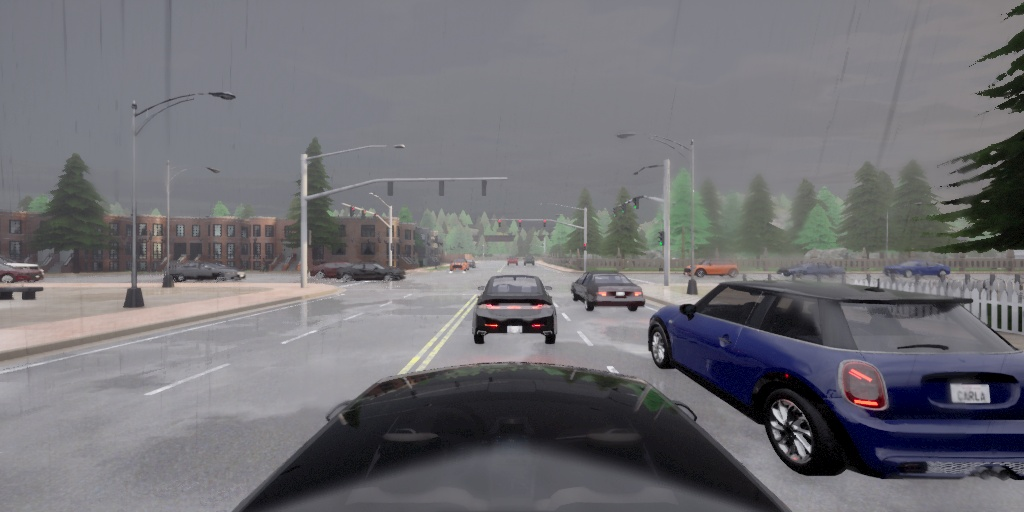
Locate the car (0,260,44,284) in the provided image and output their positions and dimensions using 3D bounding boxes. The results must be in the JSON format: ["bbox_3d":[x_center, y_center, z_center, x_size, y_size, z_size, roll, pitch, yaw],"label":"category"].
[{"bbox_3d":[-37.300,1.228,25.710,5.008,1.535,1.882,0,0,-15],"label":"car"}]

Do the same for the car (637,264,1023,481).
[{"bbox_3d":[3.607,1.102,4.943,2.097,1.767,4.553,0,0,0],"label":"car"}]

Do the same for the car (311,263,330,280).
[{"bbox_3d":[-14.537,1.228,30.838,5.008,1.535,1.882,0,0,-2],"label":"car"}]

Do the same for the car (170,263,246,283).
[{"bbox_3d":[-22.937,1.242,27.122,4.902,1.511,2.128,0,0,-1],"label":"car"}]

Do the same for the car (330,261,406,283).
[{"bbox_3d":[-10.657,1.227,27.229,5.008,1.535,1.882,0,0,0],"label":"car"}]

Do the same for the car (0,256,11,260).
[{"bbox_3d":[-41.271,0.970,28.191,5.566,2.045,2.150,0,0,-20],"label":"car"}]

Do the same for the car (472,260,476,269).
[{"bbox_3d":[-6.994,1.276,58.258,1.812,1.442,4.674,0,0,1],"label":"car"}]

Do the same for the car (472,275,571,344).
[{"bbox_3d":[0.075,1.242,9.533,2.128,1.511,4.902,0,0,1],"label":"car"}]

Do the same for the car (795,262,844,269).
[{"bbox_3d":[28.285,1.297,33.921,5.357,1.411,2.033,0,0,1],"label":"car"}]

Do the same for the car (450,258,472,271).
[{"bbox_3d":[-7.021,1.102,48.325,2.097,1.767,4.553,0,0,0],"label":"car"}]

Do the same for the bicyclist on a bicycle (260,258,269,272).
[{"bbox_3d":[-28.753,1.053,41.650,0.582,1.620,1.656,0,0,-1],"label":"bicyclist on a bicycle"}]

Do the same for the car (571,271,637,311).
[{"bbox_3d":[3.604,1.297,14.361,2.033,1.411,5.357,0,0,0],"label":"car"}]

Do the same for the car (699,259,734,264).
[{"bbox_3d":[18.760,1.102,33.950,4.553,1.767,2.097,0,0,0],"label":"car"}]

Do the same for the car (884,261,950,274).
[{"bbox_3d":[38.162,1.228,33.890,5.008,1.535,1.882,0,0,0],"label":"car"}]
